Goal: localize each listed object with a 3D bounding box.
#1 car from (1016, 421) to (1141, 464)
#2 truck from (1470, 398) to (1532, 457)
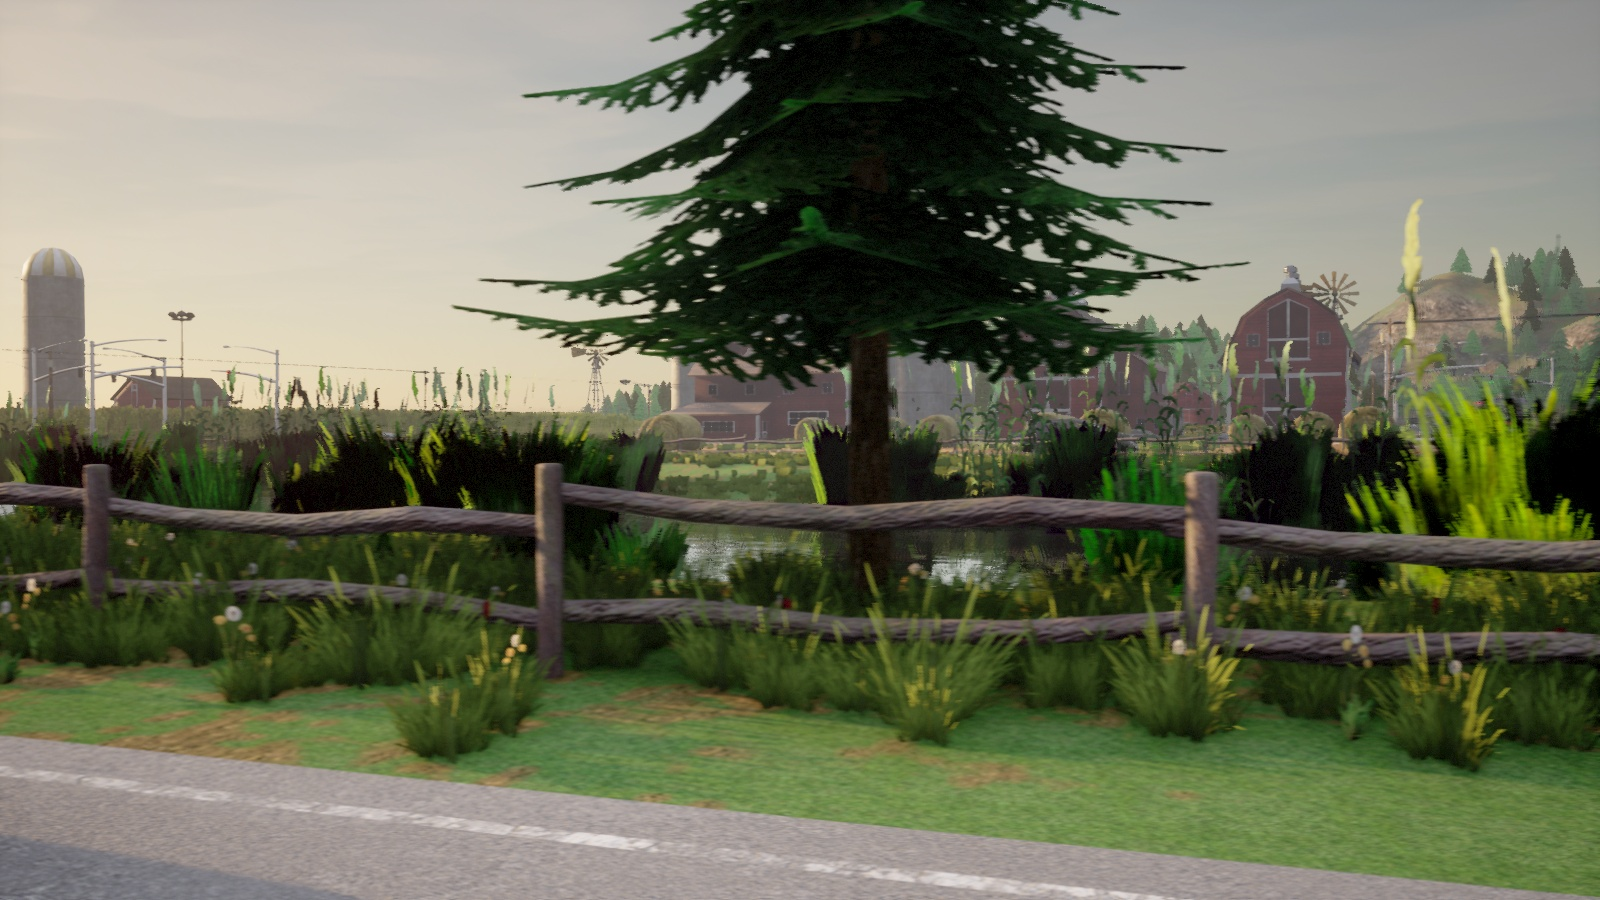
[{"bbox_3d":[13.617,-0.411,61.495,5.566,2.045,2.150,1,1,27],"label":"car"},{"bbox_3d":[47.602,-1.509,85.432,2.891,3.827,8.468,1,1,24],"label":"truck"}]
